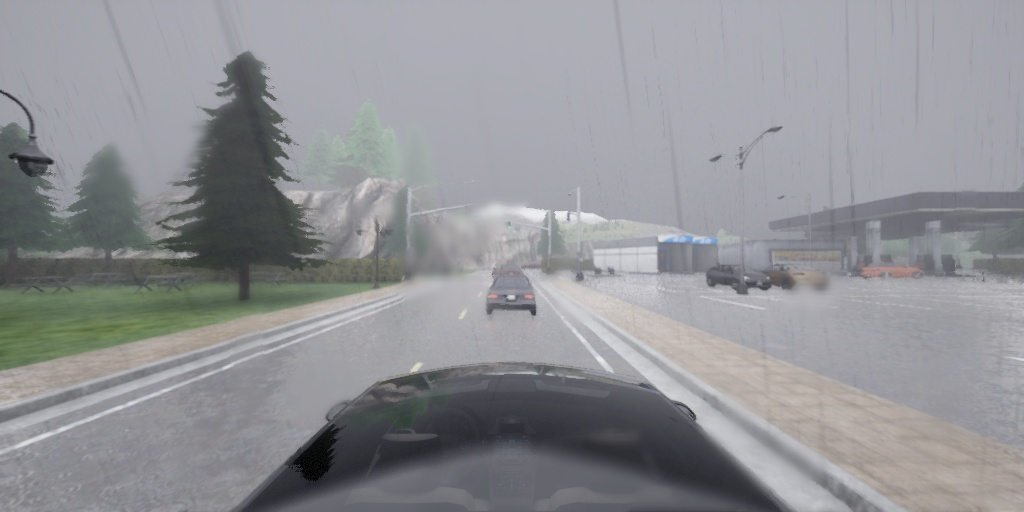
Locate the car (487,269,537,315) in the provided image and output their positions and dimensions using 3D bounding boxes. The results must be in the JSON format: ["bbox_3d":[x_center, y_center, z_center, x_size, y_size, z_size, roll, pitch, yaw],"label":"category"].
[{"bbox_3d":[0.005,1.434,14.358,2.033,1.411,5.357,0,-1,0],"label":"car"}]

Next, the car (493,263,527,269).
[{"bbox_3d":[-0.490,1.408,30.141,2.097,1.767,4.553,0,-1,-11],"label":"car"}]

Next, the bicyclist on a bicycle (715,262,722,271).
[{"bbox_3d":[18.286,1.376,31.857,0.582,1.620,1.656,0,-1,1],"label":"bicyclist on a bicycle"}]

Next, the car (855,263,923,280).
[{"bbox_3d":[37.513,1.466,35.443,4.553,1.767,2.097,0,-1,1],"label":"car"}]
